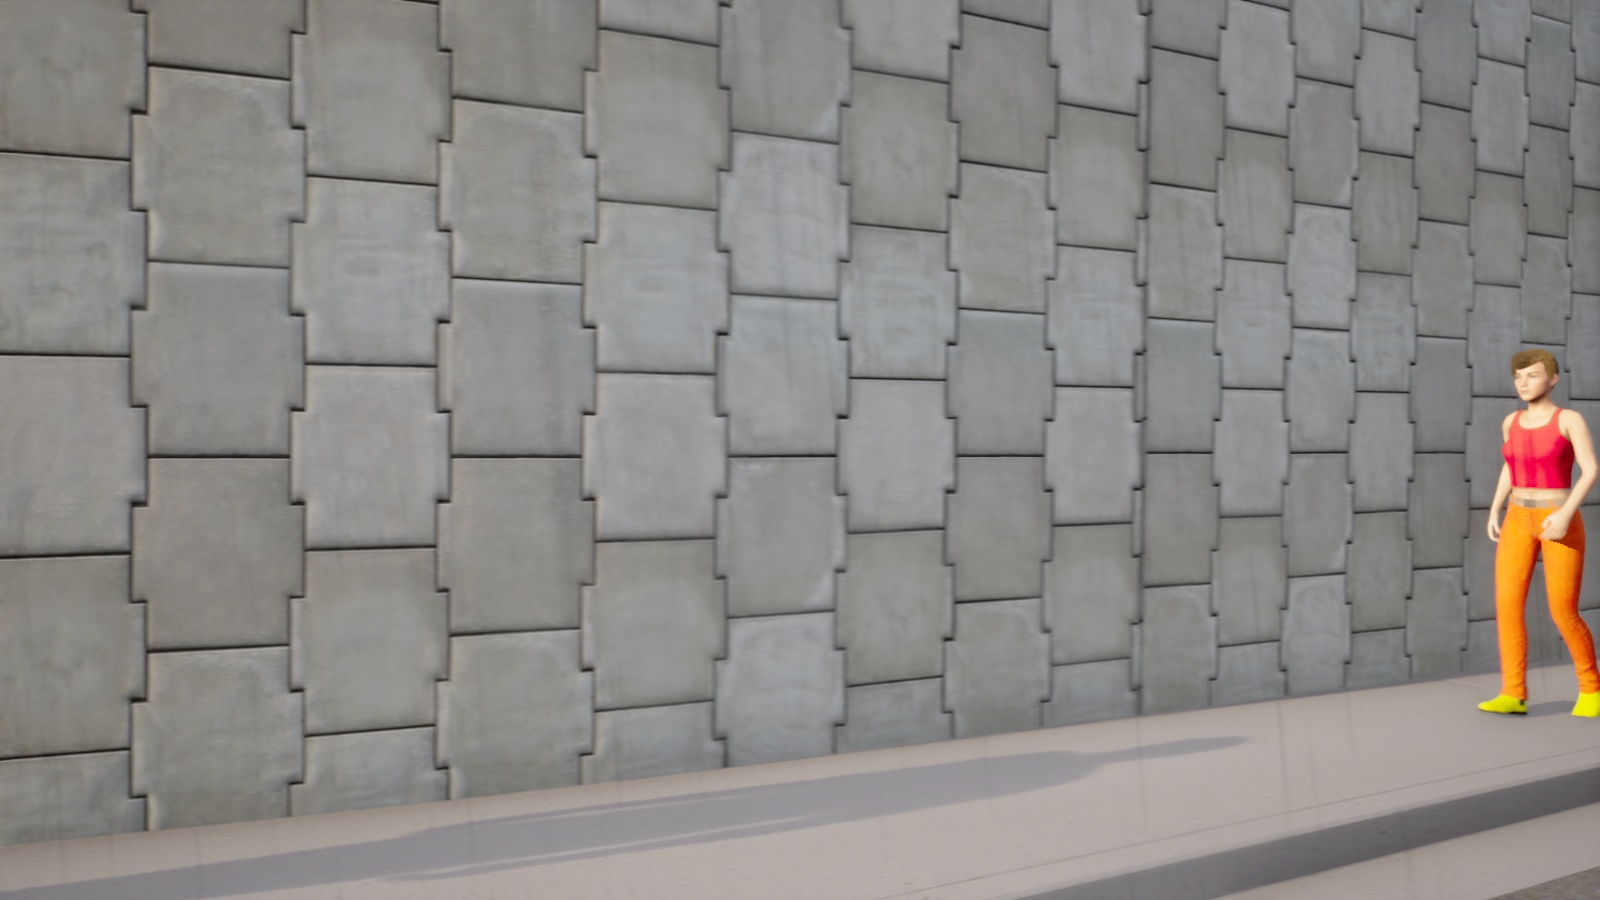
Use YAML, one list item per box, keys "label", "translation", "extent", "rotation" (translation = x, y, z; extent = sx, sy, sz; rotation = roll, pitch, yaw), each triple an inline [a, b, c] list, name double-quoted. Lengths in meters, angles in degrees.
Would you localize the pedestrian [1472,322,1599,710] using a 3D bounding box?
- label: "pedestrian"
  translation: [3.687, 0.308, 6.228]
  extent: [0.594, 1.836, 0.345]
  rotation: [-1, 1, -28]
